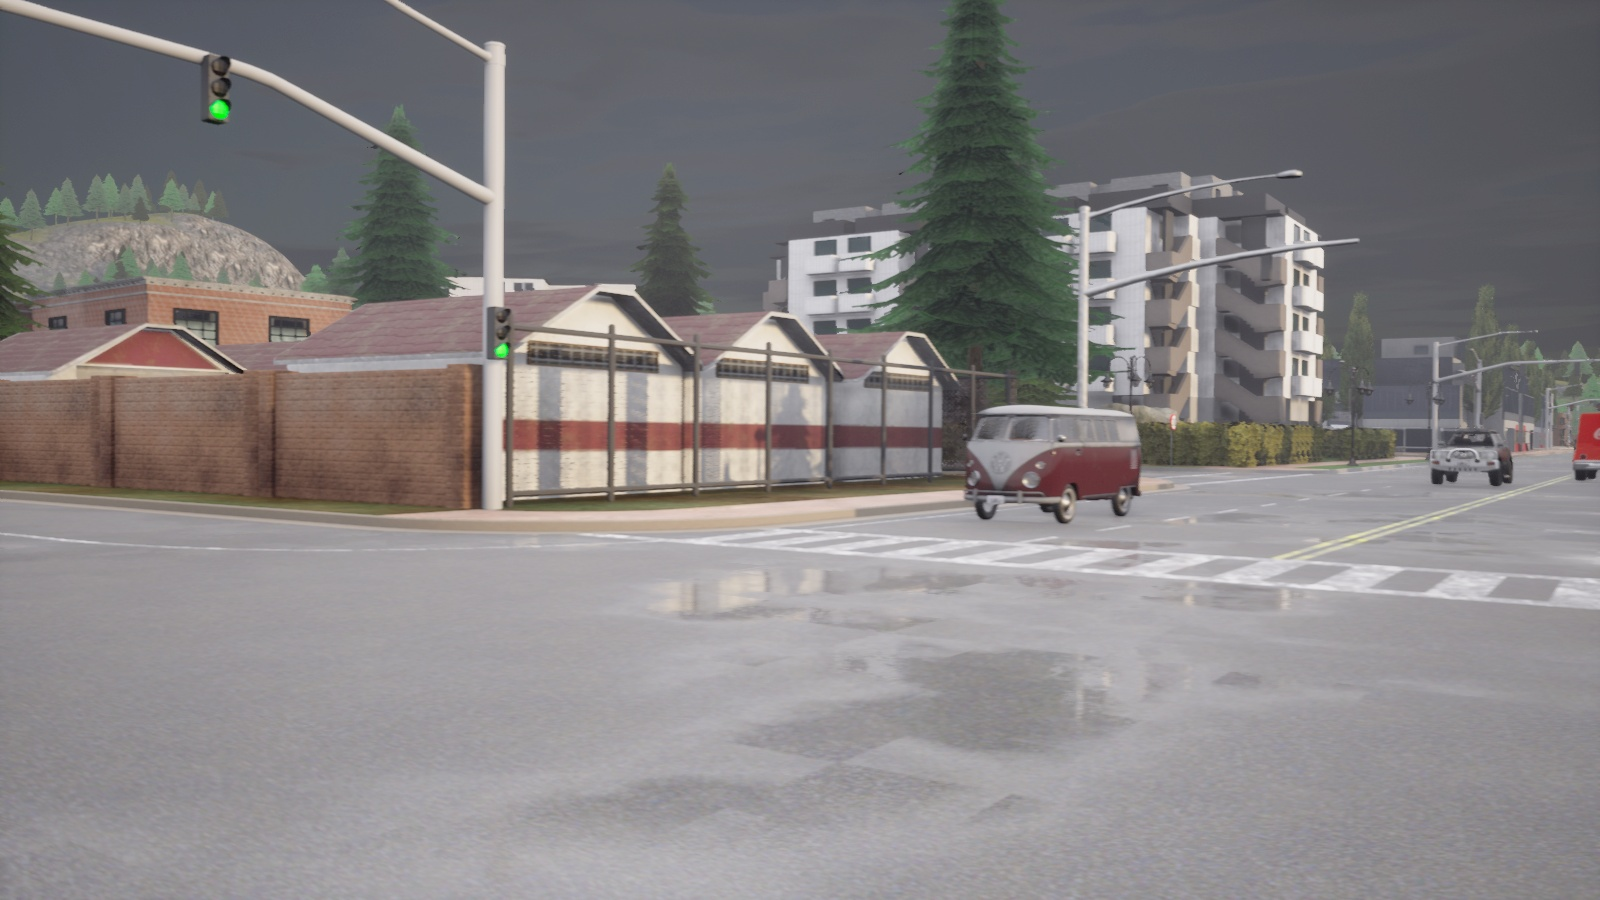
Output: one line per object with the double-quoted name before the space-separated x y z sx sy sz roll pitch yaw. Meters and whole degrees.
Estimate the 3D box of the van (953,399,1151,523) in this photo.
"van" 4.583 0.138 22.332 1.775 1.987 4.442 0 1 35

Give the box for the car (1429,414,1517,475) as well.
"car" 21.681 -0.199 40.369 1.932 1.855 4.605 0 1 35

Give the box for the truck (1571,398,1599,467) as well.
"truck" 30.194 -0.661 46.315 2.627 2.467 5.204 0 1 35
